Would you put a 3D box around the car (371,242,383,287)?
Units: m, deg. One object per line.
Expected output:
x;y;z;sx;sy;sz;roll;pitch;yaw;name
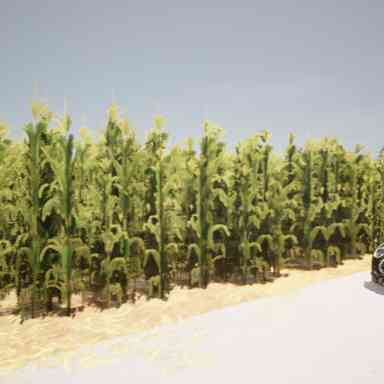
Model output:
6.249;1.325;7.911;4.553;1.767;2.097;0;0;-35;car
